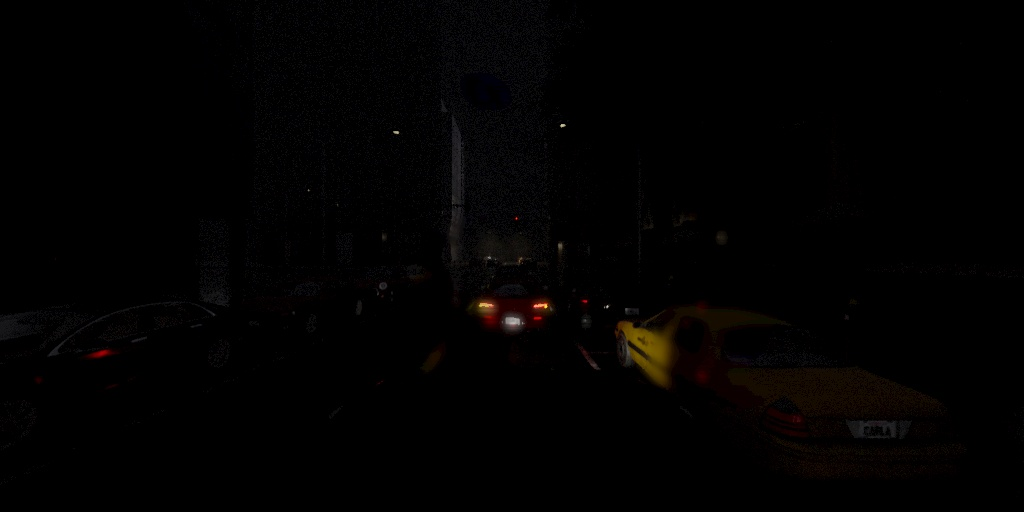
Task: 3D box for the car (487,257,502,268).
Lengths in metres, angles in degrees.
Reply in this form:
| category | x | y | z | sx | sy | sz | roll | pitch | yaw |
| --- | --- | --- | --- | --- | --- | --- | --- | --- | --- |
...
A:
| category | x | y | z | sx | sy | sz | roll | pitch | yaw |
| --- | --- | --- | --- | --- | --- | --- | --- | --- | --- |
| car | -3.132 | 1.267 | 59.747 | 2.033 | 1.411 | 5.357 | 0 | 0 | 0 |

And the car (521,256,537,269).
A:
| category | x | y | z | sx | sy | sz | roll | pitch | yaw |
| --- | --- | --- | --- | --- | --- | --- | --- | --- | --- |
| car | 2.708 | 1.161 | 53.184 | 1.967 | 1.591 | 4.097 | 0 | 0 | 0 |

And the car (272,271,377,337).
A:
| category | x | y | z | sx | sy | sz | roll | pitch | yaw |
| --- | --- | --- | --- | --- | --- | --- | --- | --- | --- |
| car | -5.770 | 1.288 | 10.291 | 1.888 | 1.381 | 4.507 | 0 | 0 | 0 |

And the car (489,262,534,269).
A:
| category | x | y | z | sx | sy | sz | roll | pitch | yaw |
| --- | --- | --- | --- | --- | --- | --- | --- | --- | --- |
| car | 0.001 | 1.242 | 19.002 | 1.837 | 1.490 | 4.892 | 0 | 0 | 0 |

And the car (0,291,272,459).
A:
| category | x | y | z | sx | sy | sz | roll | pitch | yaw |
| --- | --- | --- | --- | --- | --- | --- | --- | --- | --- |
| car | -5.764 | 1.298 | 4.834 | 2.007 | 1.370 | 4.403 | 0 | 0 | 0 |

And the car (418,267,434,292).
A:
| category | x | y | z | sx | sy | sz | roll | pitch | yaw |
| --- | --- | --- | --- | --- | --- | --- | --- | --- | --- |
| car | -5.782 | 1.261 | 21.035 | 1.751 | 1.417 | 4.829 | 0 | 0 | 0 |

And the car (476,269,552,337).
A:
| category | x | y | z | sx | sy | sz | roll | pitch | yaw |
| --- | --- | --- | --- | --- | --- | --- | --- | --- | --- |
| car | 0.061 | 1.269 | 10.135 | 1.812 | 1.442 | 4.674 | 0 | 0 | 0 |

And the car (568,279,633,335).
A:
| category | x | y | z | sx | sy | sz | roll | pitch | yaw |
| --- | --- | --- | --- | --- | --- | --- | --- | --- | --- |
| car | 2.755 | 1.309 | 10.302 | 1.948 | 1.339 | 4.313 | 0 | 0 | 0 |

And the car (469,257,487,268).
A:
| category | x | y | z | sx | sy | sz | roll | pitch | yaw |
| --- | --- | --- | --- | --- | --- | --- | --- | --- | --- |
| car | -5.823 | 1.034 | 58.612 | 2.192 | 1.841 | 5.009 | 0 | 0 | 0 |

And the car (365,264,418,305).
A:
| category | x | y | z | sx | sy | sz | roll | pitch | yaw |
| --- | --- | --- | --- | --- | --- | --- | --- | --- | --- |
| car | -5.776 | 1.179 | 15.748 | 1.967 | 1.591 | 4.097 | 0 | 0 | 0 |

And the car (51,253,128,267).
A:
| category | x | y | z | sx | sy | sz | roll | pitch | yaw |
| --- | --- | --- | --- | --- | --- | --- | --- | --- | --- |
| car | -37.896 | 0.512 | 32.598 | 4.902 | 1.511 | 2.128 | 1 | 0 | 0 |

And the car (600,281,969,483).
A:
| category | x | y | z | sx | sy | sz | roll | pitch | yaw |
| --- | --- | --- | --- | --- | --- | --- | --- | --- | --- |
| car | 2.761 | 1.273 | 5.015 | 1.751 | 1.417 | 4.829 | 0 | 0 | 0 |

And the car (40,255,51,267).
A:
| category | x | y | z | sx | sy | sz | roll | pitch | yaw |
| --- | --- | --- | --- | --- | --- | --- | --- | --- | --- |
| car | -48.225 | 0.390 | 35.711 | 4.181 | 1.385 | 1.994 | 1 | 0 | 0 |
